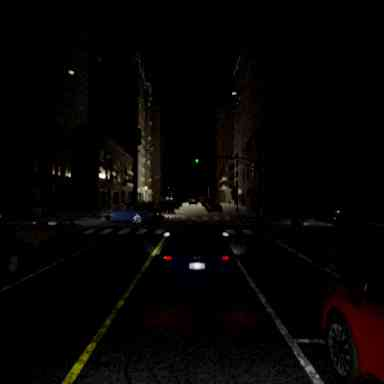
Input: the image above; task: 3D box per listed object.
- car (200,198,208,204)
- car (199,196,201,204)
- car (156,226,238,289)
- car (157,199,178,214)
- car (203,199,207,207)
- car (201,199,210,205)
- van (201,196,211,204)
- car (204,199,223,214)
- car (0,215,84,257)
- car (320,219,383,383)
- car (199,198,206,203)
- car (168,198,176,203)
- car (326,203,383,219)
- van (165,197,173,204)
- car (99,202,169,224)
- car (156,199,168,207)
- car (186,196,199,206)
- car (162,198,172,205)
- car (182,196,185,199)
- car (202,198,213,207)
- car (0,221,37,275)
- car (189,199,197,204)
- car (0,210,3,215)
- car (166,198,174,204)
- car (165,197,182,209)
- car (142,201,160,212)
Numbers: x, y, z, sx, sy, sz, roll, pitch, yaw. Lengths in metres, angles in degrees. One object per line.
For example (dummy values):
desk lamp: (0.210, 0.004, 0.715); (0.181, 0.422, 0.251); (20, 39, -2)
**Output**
car: (2.968, 2.283, 85.995); (1.947, 1.339, 4.313); (1, 0, 0)
car: (2.893, 1.838, 63.305); (2.192, 1.841, 5.009); (1, 0, 0)
car: (0.125, 1.643, 9.454); (1.994, 1.385, 4.181); (0, 0, 0)
car: (-3.007, 1.878, 40.284); (2.033, 1.411, 5.357); (0, 0, -3)
car: (2.832, 1.963, 46.283); (1.802, 1.307, 4.206); (1, 0, 0)
car: (2.930, 2.202, 74.649); (1.802, 1.307, 4.206); (1, 0, 0)
van: (2.873, 1.816, 57.632); (1.690, 1.788, 3.998); (1, 0, 0)
car: (2.813, 1.916, 40.610); (1.802, 1.307, 4.206); (1, 0, 0)
car: (-5.806, 1.636, 13.460); (1.752, 1.417, 4.829); (1, 0, 0)
car: (2.683, 1.335, 2.345); (2.192, 1.841, 5.009); (1, 0, 0)
car: (2.989, 2.293, 91.839); (1.752, 1.417, 4.829); (1, 0, 0)
car: (-5.537, 2.316, 91.702); (2.008, 1.369, 4.403); (1, 0, 0)
car: (13.684, 1.725, 27.778); (4.553, 1.767, 2.097); (0, -1, 1)
van: (-5.574, 2.009, 80.359); (1.690, 1.788, 3.998); (1, 0, 0)
car: (-4.831, 1.730, 26.412); (5.357, 1.411, 2.033); (0, -1, 29)
car: (-5.635, 2.104, 63.339); (1.802, 1.307, 4.206); (1, 0, 0)
car: (0.251, 2.120, 69.963); (2.033, 1.411, 5.357); (0, 0, 0)
car: (-5.595, 2.059, 74.686); (1.967, 1.590, 4.097); (1, 0, 0)
car: (-2.841, 1.849, 60.280); (2.097, 1.767, 4.553); (0, 0, 1)
car: (2.851, 2.010, 51.957); (1.802, 1.307, 4.206); (1, 0, 0)
car: (-5.825, 1.610, 8.006); (1.887, 1.381, 4.507); (1, 0, 0)
car: (0.276, 2.267, 80.662); (1.895, 1.301, 4.718); (0, 0, 0)
car: (-16.703, 1.538, 24.852); (4.902, 1.511, 2.128); (1, -1, 1)
car: (-5.557, 2.298, 86.029); (1.802, 1.307, 4.206); (1, 0, 0)
car: (-2.919, 1.891, 50.249); (1.882, 1.535, 5.008); (0, 0, 0)
car: (-5.693, 1.925, 46.322); (1.887, 1.381, 4.507); (1, 0, 0)
